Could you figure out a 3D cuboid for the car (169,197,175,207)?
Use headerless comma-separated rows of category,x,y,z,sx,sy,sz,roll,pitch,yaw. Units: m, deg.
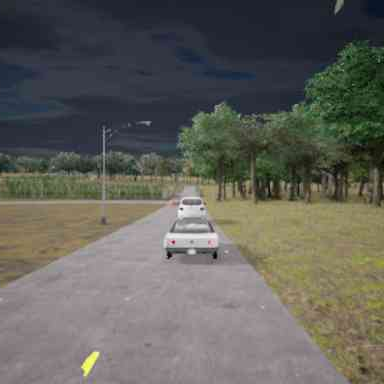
car,-2.829,1.651,57.947,2.097,1.767,4.553,0,0,0

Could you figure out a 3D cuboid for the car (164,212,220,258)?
car,0.017,1.711,13.228,1.895,1.301,4.718,0,0,1

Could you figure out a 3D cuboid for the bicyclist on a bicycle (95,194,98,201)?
bicyclist on a bicycle,-23.471,1.387,81.603,0.582,1.620,1.656,0,1,-11

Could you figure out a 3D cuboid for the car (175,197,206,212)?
car,0.005,1.440,27.613,2.150,2.045,5.566,0,0,0
